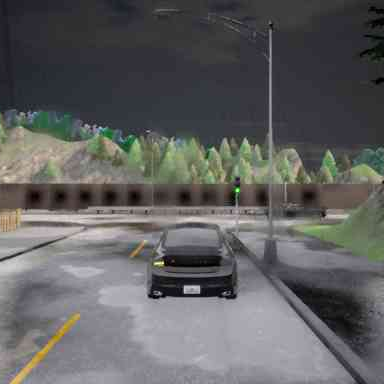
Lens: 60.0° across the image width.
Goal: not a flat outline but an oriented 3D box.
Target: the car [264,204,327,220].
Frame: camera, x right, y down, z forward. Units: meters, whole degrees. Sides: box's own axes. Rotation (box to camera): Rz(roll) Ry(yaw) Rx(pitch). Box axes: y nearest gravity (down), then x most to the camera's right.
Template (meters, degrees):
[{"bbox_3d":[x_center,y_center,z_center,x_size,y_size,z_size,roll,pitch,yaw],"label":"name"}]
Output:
[{"bbox_3d":[8.411,1.601,27.123,4.718,1.301,1.895,0,0,0],"label":"car"}]

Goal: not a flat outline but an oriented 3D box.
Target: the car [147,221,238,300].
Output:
[{"bbox_3d":[0.021,1.505,8.397,1.837,1.490,4.892,0,0,1],"label":"car"}]
